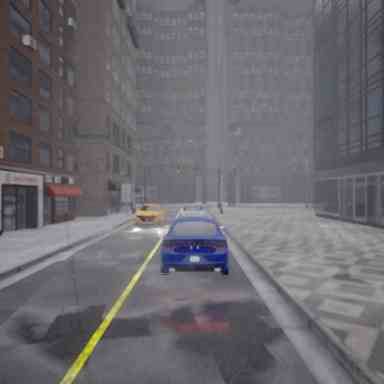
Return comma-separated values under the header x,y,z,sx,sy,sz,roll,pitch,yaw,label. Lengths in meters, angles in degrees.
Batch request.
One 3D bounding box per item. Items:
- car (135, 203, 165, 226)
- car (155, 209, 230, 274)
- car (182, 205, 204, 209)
x,y,z,sx,sy,sz,roll,pitch,yaw,label
-3.088,1.620,25.223,1.882,1.535,5.008,0,0,0,car
0.084,1.535,10.794,1.882,1.535,5.008,0,0,0,car
0.099,1.762,28.360,1.895,1.301,4.718,0,0,0,car
